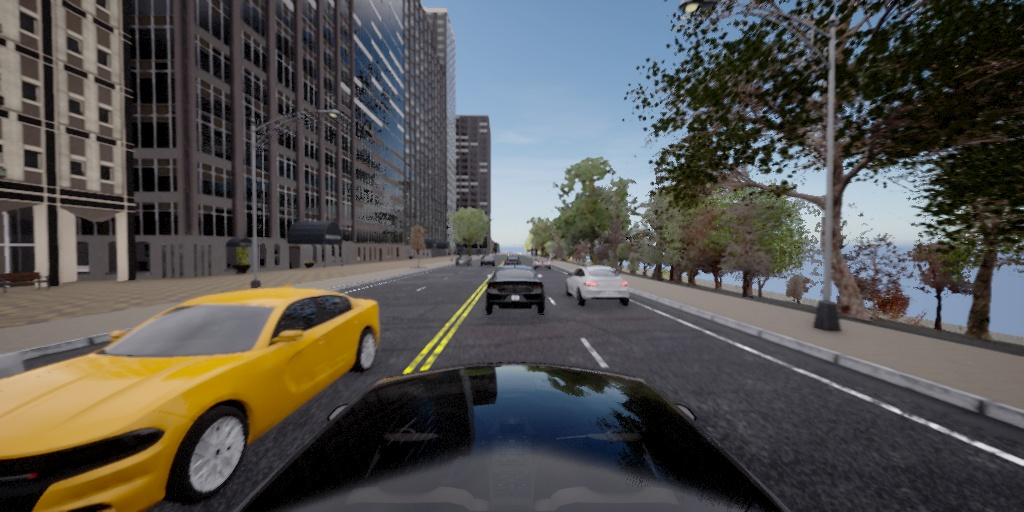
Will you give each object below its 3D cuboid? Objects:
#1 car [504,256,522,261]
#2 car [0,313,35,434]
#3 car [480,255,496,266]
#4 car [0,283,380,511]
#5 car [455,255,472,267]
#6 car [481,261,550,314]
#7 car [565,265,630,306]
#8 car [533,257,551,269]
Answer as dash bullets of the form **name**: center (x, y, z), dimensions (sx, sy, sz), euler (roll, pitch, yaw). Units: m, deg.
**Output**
- **car**: center (0.103, 0.742, 39.552), dimensions (1.837, 1.490, 4.892), euler (0, 0, 0)
- **car**: center (-6.601, 1.349, 1.878), dimensions (1.895, 1.301, 4.718), euler (0, 1, 0)
- **car**: center (-3.247, 0.630, 48.752), dimensions (1.882, 1.535, 5.008), euler (0, 1, 0)
- **car**: center (-3.350, 1.189, 4.582), dimensions (1.882, 1.535, 5.008), euler (0, 1, 0)
- **car**: center (-6.498, 0.616, 48.638), dimensions (2.128, 1.511, 4.902), euler (0, 1, 0)
- **car**: center (0.101, 1.075, 13.022), dimensions (1.882, 1.535, 5.008), euler (0, 0, 0)
- **car**: center (3.350, 1.102, 14.616), dimensions (1.812, 1.442, 4.674), euler (0, 0, 0)
- **car**: center (3.352, 0.819, 41.209), dimensions (1.895, 1.301, 4.718), euler (0, 1, 0)
